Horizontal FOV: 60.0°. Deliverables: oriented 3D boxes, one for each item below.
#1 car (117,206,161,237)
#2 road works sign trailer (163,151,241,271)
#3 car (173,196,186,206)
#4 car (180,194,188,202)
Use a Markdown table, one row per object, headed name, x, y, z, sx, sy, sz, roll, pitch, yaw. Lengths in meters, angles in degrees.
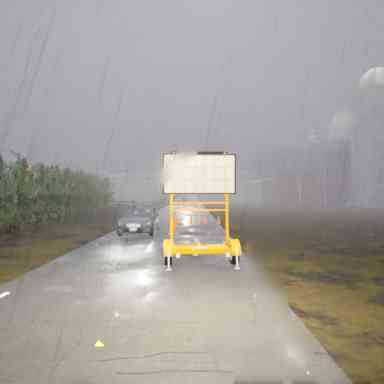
| name | x | y | z | sx | sy | sz | roll | pitch | yaw |
| --- | --- | --- | --- | --- | --- | --- | --- | --- | --- |
| car | -2.777 | 1.514 | 18.186 | 2.128 | 1.511 | 4.902 | 0 | 0 | 0 |
| road works sign trailer | 0.233 | 0.471 | 11.020 | 2.380 | 3.560 | 2.880 | 0 | 0 | -4 |
| car | -2.568 | 1.845 | 61.453 | 1.994 | 1.385 | 4.181 | 0 | 0 | 1 |
| car | -2.388 | 1.692 | 91.013 | 2.150 | 2.045 | 5.566 | 0 | 0 | 0 |
